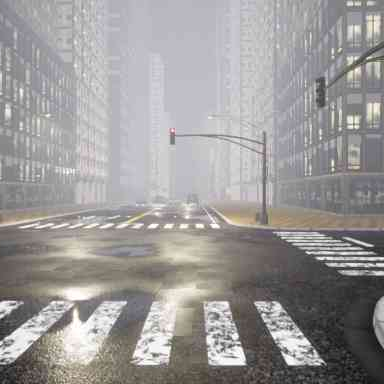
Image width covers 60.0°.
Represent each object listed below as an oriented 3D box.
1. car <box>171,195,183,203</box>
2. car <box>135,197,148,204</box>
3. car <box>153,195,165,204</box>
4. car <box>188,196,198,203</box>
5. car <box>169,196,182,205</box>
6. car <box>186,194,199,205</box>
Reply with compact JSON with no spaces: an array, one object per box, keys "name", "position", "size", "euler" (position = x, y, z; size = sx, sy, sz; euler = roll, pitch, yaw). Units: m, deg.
[{"name":"car","position":[-3.110,1.495,70.178],"size":[2.128,1.511,4.902],"euler":[0,0,0]},{"name":"car","position":[-9.622,1.664,64.357],"size":[2.033,1.411,5.357],"euler":[0,0,0]},{"name":"car","position":[-6.372,1.468,64.382],"size":[2.097,1.767,4.553],"euler":[0,0,0]},{"name":"car","position":[0.141,1.541,70.588],"size":[1.994,1.385,4.181],"euler":[0,0,0]},{"name":"car","position":[-3.130,1.702,60.206],"size":[1.895,1.301,4.718],"euler":[0,0,0]},{"name":"car","position":[0.120,1.322,60.201],"size":[2.150,2.045,5.566],"euler":[0,0,0]}]
